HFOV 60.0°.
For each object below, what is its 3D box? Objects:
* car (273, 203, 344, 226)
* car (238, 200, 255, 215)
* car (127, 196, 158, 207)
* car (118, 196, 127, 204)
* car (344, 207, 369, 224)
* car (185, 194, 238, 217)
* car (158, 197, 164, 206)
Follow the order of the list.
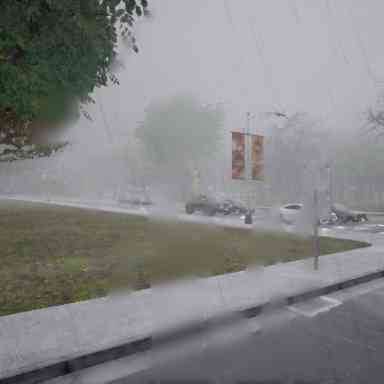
[{"bbox_3d":[7.773,1.516,23.278,1.812,1.442,4.674,0,0,-36],"label":"car"},{"bbox_3d":[4.274,1.479,33.822,1.837,1.490,4.892,0,1,-35],"label":"car"},{"bbox_3d":[-7.658,1.445,50.670,1.882,1.535,5.008,0,0,-35],"label":"car"},{"bbox_3d":[-12.311,1.486,63.028,1.812,1.442,4.674,0,0,-35],"label":"car"},{"bbox_3d":[10.409,1.534,25.272,2.033,1.411,5.357,0,0,-33],"label":"car"},{"bbox_3d":[1.495,1.204,32.120,2.150,2.045,5.566,0,0,-35],"label":"car"},{"bbox_3d":[-6.318,1.489,54.616,1.812,1.442,4.674,0,0,-36],"label":"car"}]
